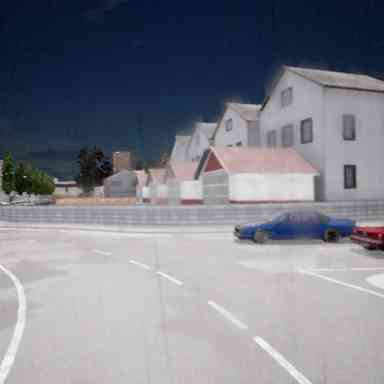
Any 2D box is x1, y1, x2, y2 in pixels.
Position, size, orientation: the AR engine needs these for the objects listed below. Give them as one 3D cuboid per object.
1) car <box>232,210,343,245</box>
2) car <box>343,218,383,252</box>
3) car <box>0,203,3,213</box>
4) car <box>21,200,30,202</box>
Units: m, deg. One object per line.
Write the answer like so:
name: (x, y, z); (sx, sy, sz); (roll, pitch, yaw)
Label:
car: (4.572, 1.533, 14.987); (5.357, 1.411, 2.033); (-1, 0, -1)
car: (8.230, 1.503, 11.812); (4.718, 1.301, 1.895); (-1, 0, -5)
car: (-28.134, 2.308, 46.673); (1.994, 1.385, 4.181); (-1, 0, -17)
car: (-36.346, 2.486, 72.715); (1.994, 1.385, 4.181); (-1, 0, -17)
